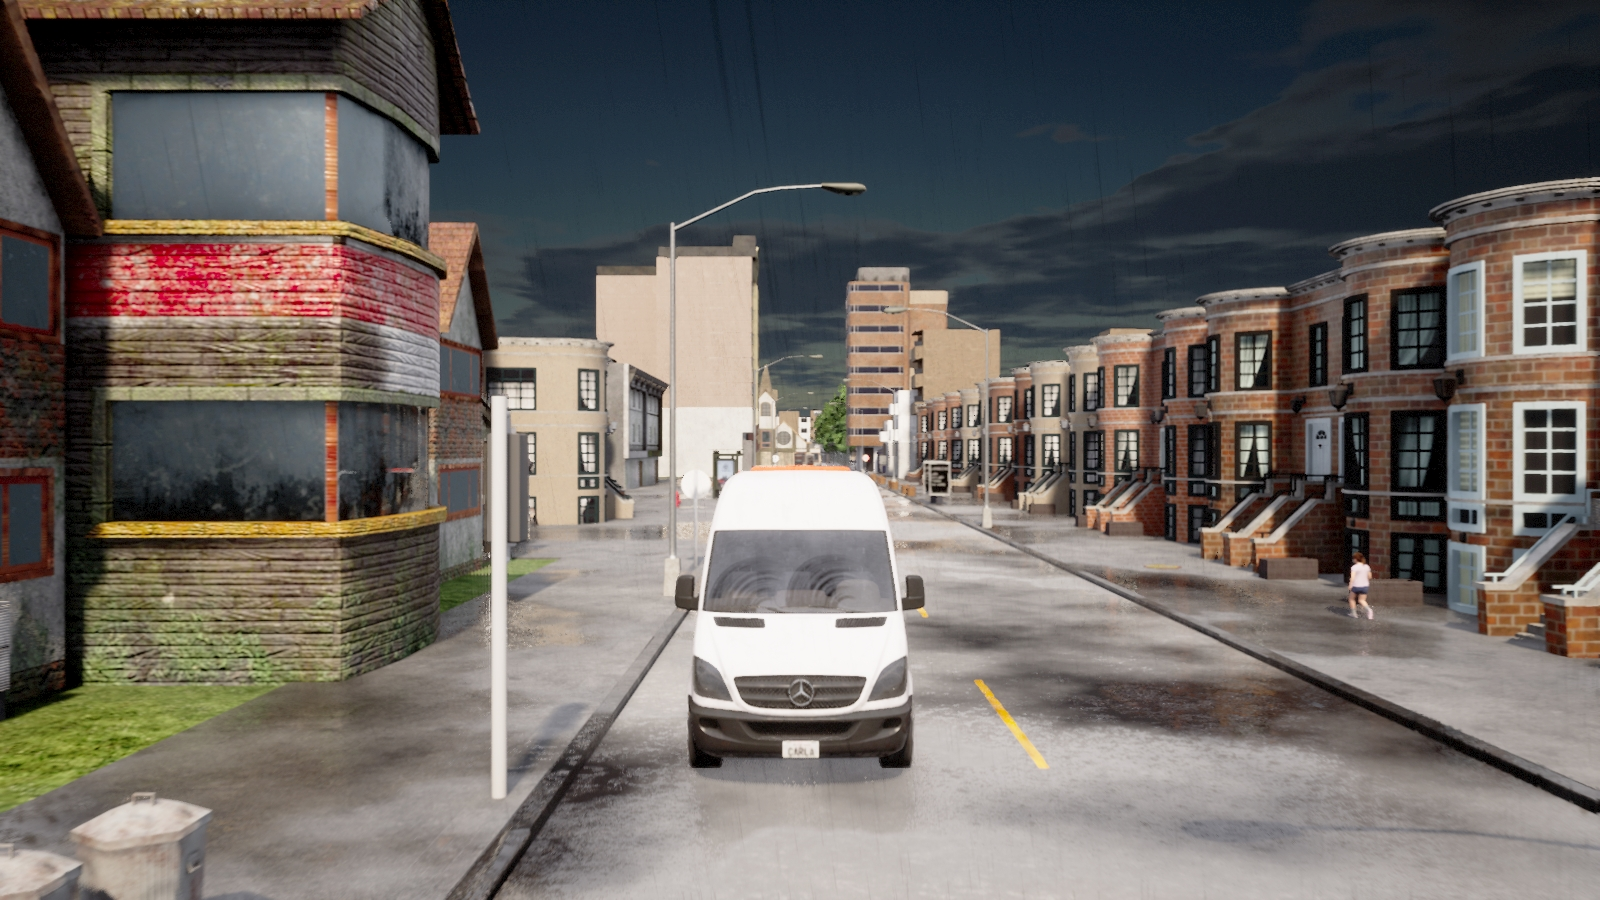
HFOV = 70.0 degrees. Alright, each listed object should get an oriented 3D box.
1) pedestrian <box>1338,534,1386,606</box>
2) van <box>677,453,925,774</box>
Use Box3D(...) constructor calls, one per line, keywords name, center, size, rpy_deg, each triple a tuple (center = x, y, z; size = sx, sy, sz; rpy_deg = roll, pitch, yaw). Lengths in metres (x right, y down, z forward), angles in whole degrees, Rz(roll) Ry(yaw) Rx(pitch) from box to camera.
Box3D(name="pedestrian", center=(8.969, 1.904, 18.247), size=(0.500, 1.100, 0.500), rpy_deg=(0, 0, -7))
Box3D(name="van", center=(0.009, 1.315, 12.101), size=(1.988, 2.561, 5.915), rpy_deg=(0, 0, 0))
